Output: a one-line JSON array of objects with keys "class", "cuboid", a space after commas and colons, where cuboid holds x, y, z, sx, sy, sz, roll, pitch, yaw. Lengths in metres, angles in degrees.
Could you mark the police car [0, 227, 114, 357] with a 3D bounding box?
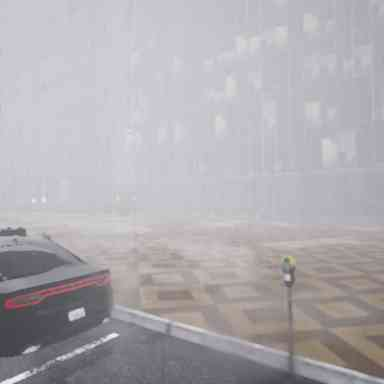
[{"class": "police car", "cuboid": [-3.674, 1.487, 6.050, 5.238, 1.638, 1.930, -1, 0, 36]}]
